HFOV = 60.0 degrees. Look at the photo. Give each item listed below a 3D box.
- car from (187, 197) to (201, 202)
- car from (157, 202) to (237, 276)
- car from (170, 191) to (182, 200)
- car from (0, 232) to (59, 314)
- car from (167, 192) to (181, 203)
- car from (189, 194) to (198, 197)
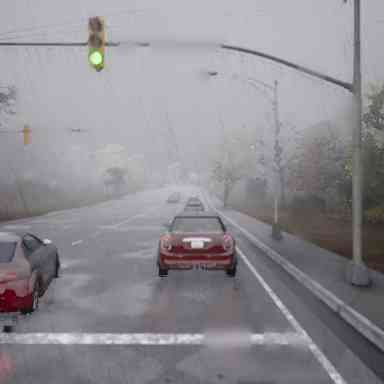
[{"bbox_3d":[0.226,1.550,31.973,2.128,1.511,4.902,0,0,0],"label":"car"},{"bbox_3d":[0.138,1.371,10.593,2.097,1.767,4.553,0,0,0],"label":"car"},{"bbox_3d":[-3.219,0.676,67.698,2.033,1.411,5.357,0,3,0],"label":"car"},{"bbox_3d":[-4.214,1.578,7.378,1.994,1.385,4.181,0,0,-15],"label":"car"},{"bbox_3d":[-3.263,1.171,57.691,1.994,1.385,4.181,0,3,0],"label":"car"},{"bbox_3d":[0.253,1.074,58.850,1.812,1.442,4.674,0,3,1],"label":"car"}]
